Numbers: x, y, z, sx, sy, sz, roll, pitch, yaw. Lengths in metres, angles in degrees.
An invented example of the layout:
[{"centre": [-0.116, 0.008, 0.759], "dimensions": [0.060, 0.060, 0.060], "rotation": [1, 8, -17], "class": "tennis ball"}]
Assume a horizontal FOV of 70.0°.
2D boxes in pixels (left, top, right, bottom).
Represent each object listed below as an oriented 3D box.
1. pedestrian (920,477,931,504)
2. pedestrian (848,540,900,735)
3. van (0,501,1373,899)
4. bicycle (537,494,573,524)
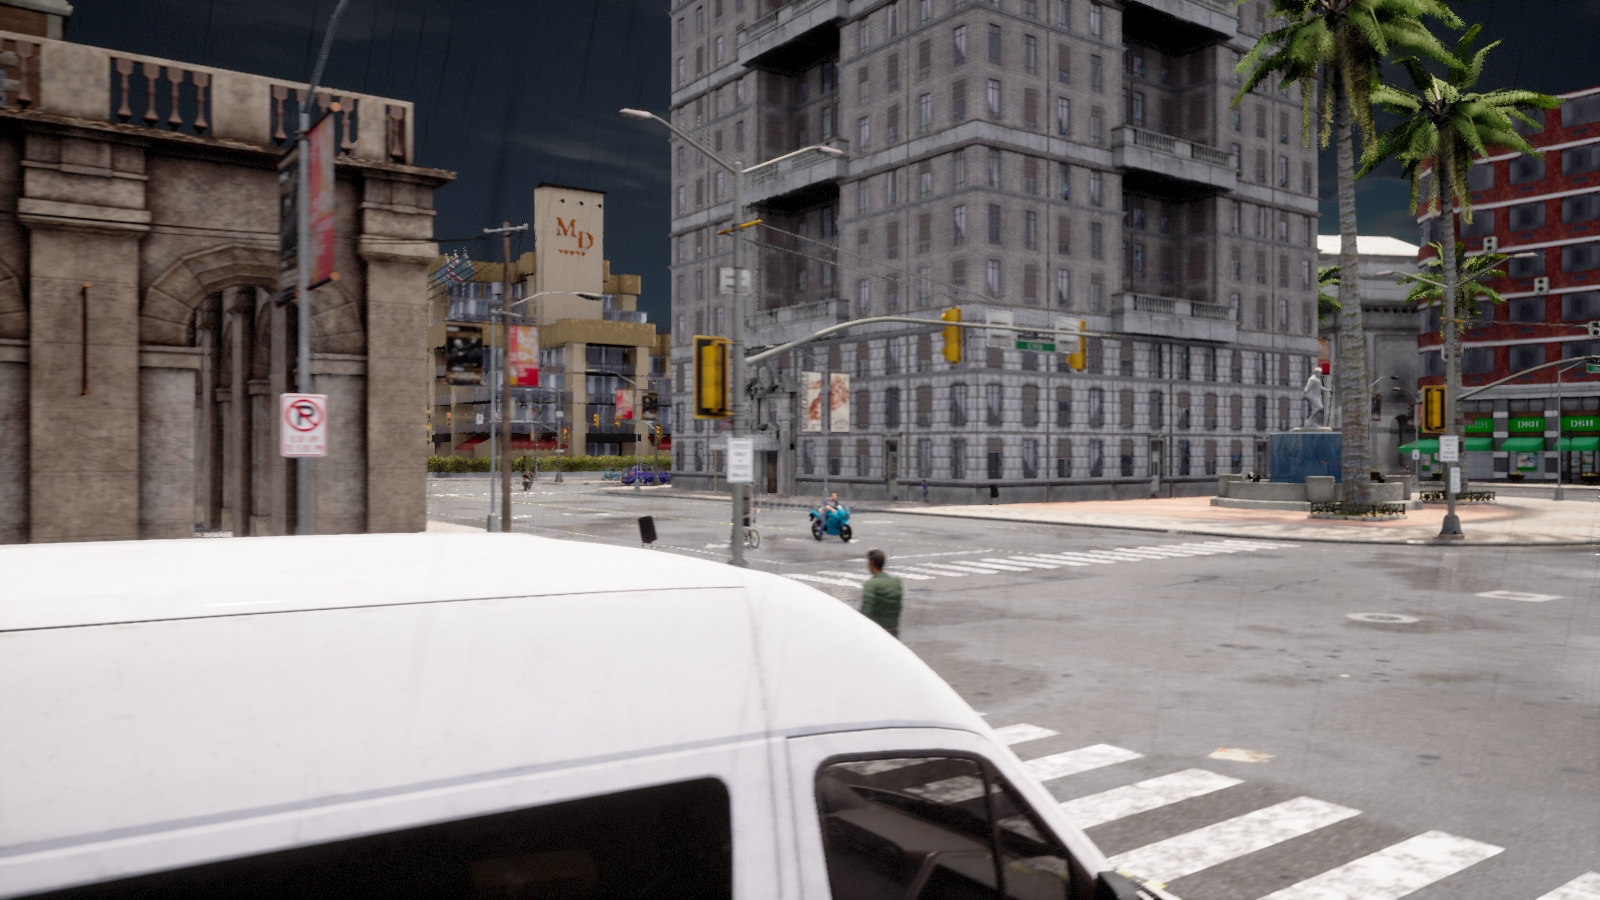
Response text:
[{"centre": [6.179, 1.999, 56.187], "dimensions": [0.375, 1.300, 0.375], "rotation": [0, 0, -43], "class": "pedestrian"}, {"centre": [0.737, 1.852, 11.403], "dimensions": [0.375, 1.860, 0.375], "rotation": [0, 0, -34], "class": "pedestrian"}, {"centre": [-1.000, 1.536, 3.091], "dimensions": [5.915, 2.561, 1.988], "rotation": [0, 0, -35], "class": "van"}, {"centre": [-9.403, 2.266, 43.873], "dimensions": [0.859, 1.080, 1.487], "rotation": [0, 0, -34], "class": "bicycle"}]
